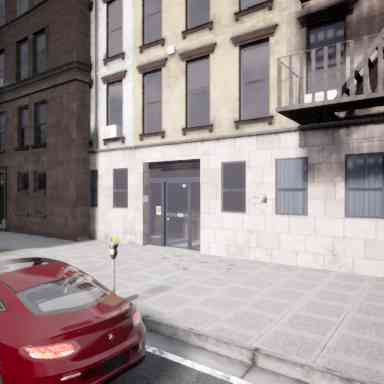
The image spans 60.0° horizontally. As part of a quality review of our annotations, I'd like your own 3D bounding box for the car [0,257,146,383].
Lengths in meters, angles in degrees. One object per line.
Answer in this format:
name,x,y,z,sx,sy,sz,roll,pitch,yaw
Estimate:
car,-2.475,1.582,4.575,4.206,1.307,1.802,0,0,36
